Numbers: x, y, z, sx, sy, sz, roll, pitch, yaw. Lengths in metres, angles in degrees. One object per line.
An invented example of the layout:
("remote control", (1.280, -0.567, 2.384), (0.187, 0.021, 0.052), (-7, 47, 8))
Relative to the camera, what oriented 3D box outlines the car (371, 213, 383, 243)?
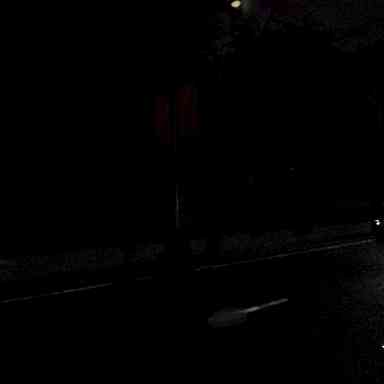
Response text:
("car", (10.442, 1.247, 15.130), (5.566, 2.045, 2.150), (0, 0, -36))
